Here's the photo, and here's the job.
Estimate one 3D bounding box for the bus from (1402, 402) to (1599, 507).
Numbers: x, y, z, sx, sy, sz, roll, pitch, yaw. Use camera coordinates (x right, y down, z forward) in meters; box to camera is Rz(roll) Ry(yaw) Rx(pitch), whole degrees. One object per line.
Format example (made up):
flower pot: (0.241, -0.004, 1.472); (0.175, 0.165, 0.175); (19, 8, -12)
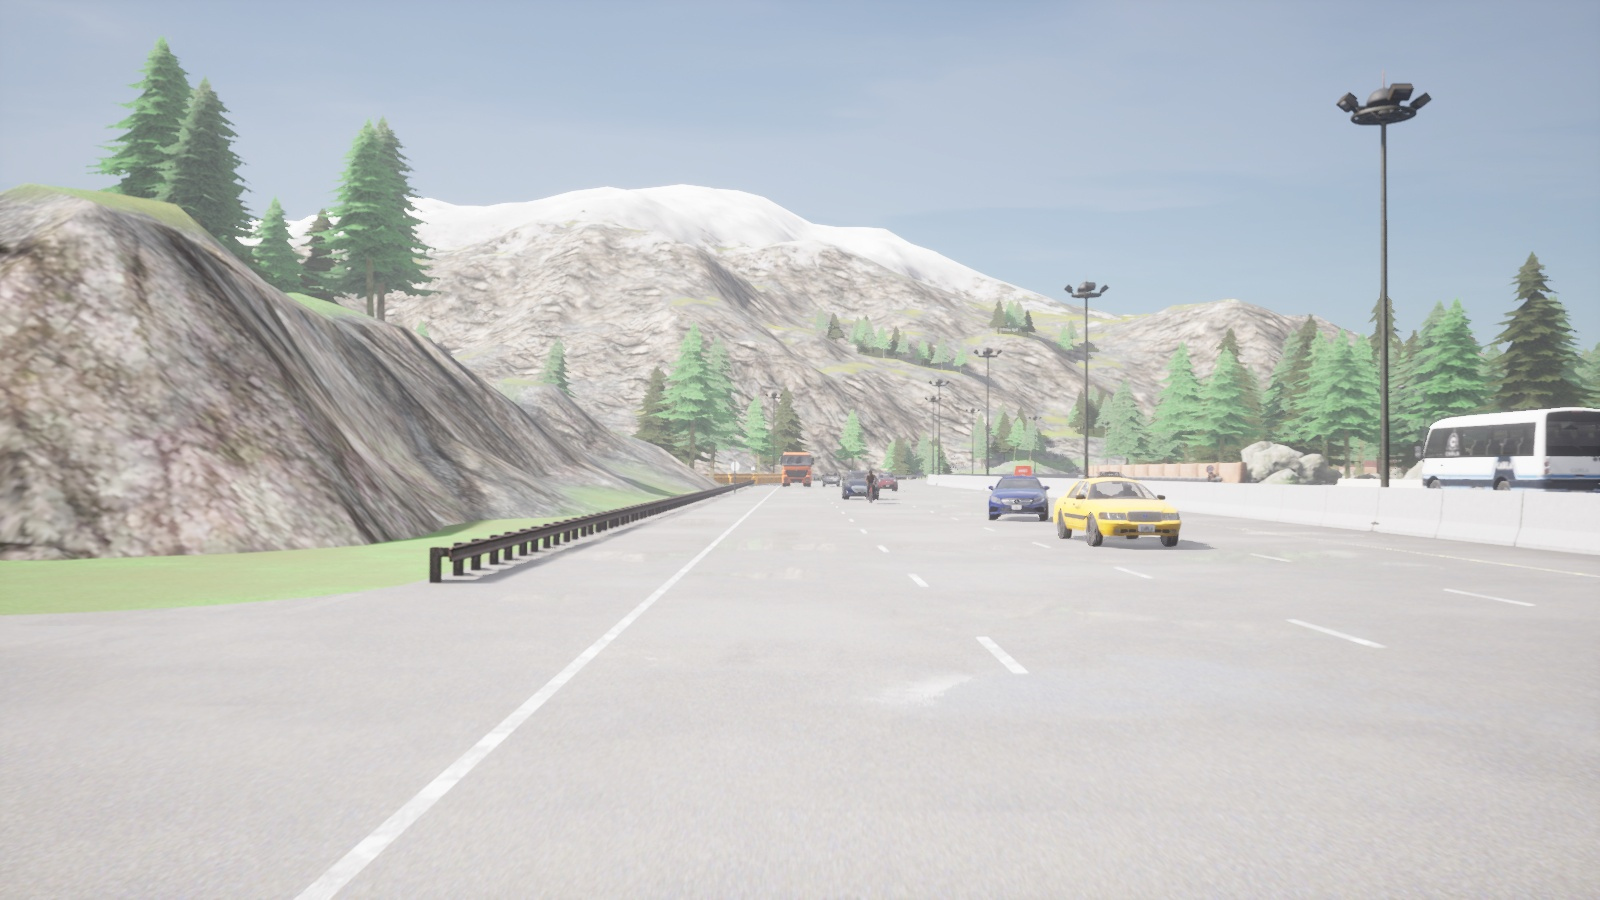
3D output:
bus: (31.359, 0.252, 56.090); (3.944, 4.253, 10.273); (0, -1, 0)

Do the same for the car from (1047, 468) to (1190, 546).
car: (6.932, 1.194, 27.952); (1.801, 1.575, 5.366); (0, -1, 0)

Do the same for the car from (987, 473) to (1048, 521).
car: (7.187, 1.501, 41.177); (1.812, 1.442, 4.674); (-1, -1, 12)

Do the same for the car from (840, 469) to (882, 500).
car: (3.332, 1.893, 69.409); (2.033, 1.649, 4.856); (0, -1, 0)

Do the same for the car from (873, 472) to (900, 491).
car: (6.763, 2.447, 98.300); (1.845, 1.501, 3.633); (0, -1, 0)
